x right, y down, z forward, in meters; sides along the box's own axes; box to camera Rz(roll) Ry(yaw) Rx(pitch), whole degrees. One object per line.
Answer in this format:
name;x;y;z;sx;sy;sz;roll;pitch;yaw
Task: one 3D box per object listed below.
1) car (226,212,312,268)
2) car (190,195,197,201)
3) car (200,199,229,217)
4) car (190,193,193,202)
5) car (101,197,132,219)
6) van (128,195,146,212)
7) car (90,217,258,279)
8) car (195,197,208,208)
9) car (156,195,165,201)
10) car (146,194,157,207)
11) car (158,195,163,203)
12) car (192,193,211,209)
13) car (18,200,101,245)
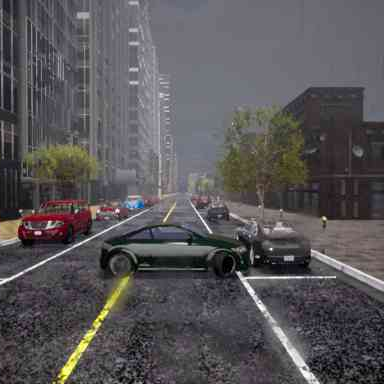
car;2.550;1.548;11.137;2.008;1.369;4.403;-1;0;-1
car;0.387;1.551;88.590;1.802;1.307;4.206;-1;0;-1
car;2.016;1.543;26.996;2.008;1.369;4.403;-1;0;-1
car;0.818;1.291;71.993;2.192;1.841;5.009;-1;0;-1
car;-6.387;1.432;26.793;1.967;1.590;4.097;-1;0;-1
van;-6.687;1.329;38.586;1.690;1.788;3.998;-1;0;-1
car;-0.467;1.557;9.537;4.181;1.385;1.994;0;0;-1
car;1.399;1.509;50.032;1.752;1.417;4.829;-1;0;-1
car;-7.842;1.497;82.679;1.752;1.417;4.829;-1;0;-1
car;-6.977;1.299;49.652;2.192;1.841;5.009;-1;0;-1
car;-7.410;1.522;66.251;1.887;1.381;4.507;-1;0;-1
car;1.545;1.301;44.329;2.192;1.841;5.009;-1;0;-1
car;-6.189;1.310;15.725;2.192;1.841;5.009;-1;0;-1
